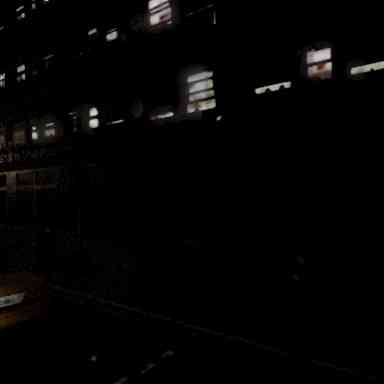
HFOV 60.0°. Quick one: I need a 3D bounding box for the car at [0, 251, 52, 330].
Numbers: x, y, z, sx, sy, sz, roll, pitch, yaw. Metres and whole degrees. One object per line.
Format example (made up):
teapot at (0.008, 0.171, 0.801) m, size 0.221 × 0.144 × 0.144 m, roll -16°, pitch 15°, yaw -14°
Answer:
car at (-4.512, 1.523, 6.111) m, size 4.829 × 1.417 × 1.752 m, roll 0°, pitch -1°, yaw 36°
